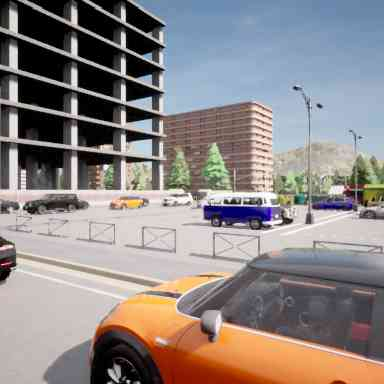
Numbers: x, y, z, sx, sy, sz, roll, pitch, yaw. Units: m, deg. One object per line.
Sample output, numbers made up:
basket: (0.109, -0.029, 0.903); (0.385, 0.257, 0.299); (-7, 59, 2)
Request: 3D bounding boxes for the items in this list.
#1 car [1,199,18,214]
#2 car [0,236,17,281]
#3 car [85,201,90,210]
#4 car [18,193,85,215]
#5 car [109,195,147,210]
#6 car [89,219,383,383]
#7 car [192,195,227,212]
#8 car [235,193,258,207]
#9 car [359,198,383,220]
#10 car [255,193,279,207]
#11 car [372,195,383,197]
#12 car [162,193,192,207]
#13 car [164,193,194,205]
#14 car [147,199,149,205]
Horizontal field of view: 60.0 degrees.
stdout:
car: (-19.519, 1.436, 32.551); (2.128, 1.511, 4.902); (0, 0, 36)
car: (-6.439, 1.492, 8.536); (4.902, 1.511, 2.128); (0, 0, 35)
car: (-14.377, 1.508, 39.825); (1.994, 1.385, 4.181); (0, 0, 35)
car: (-14.212, 1.166, 33.982); (2.150, 2.045, 5.566); (0, 0, 35)
car: (-8.335, 1.297, 42.310); (2.097, 1.767, 4.553); (0, 0, 35)
car: (1.074, 1.352, 3.223); (4.553, 1.767, 2.097); (0, 0, 35)
car: (2.397, 1.470, 45.064); (1.812, 1.442, 4.674); (0, 0, 35)
car: (10.801, 1.167, 63.033); (2.150, 2.045, 5.566); (0, 0, 35)
car: (14.651, 1.395, 24.775); (3.806, 1.475, 1.970); (0, 0, 36)
car: (13.964, 1.471, 61.445); (1.812, 1.442, 4.674); (0, 0, 35)
car: (17.857, 1.153, 29.341); (4.605, 1.855, 1.932); (0, 0, 36)
car: (-2.259, 1.166, 50.894); (2.150, 2.045, 5.566); (0, 0, 35)
car: (-2.148, 1.166, 57.076); (2.150, 2.045, 5.566); (0, 0, 36)
car: (-8.353, 1.436, 48.351); (2.128, 1.511, 4.902); (0, 0, 35)
